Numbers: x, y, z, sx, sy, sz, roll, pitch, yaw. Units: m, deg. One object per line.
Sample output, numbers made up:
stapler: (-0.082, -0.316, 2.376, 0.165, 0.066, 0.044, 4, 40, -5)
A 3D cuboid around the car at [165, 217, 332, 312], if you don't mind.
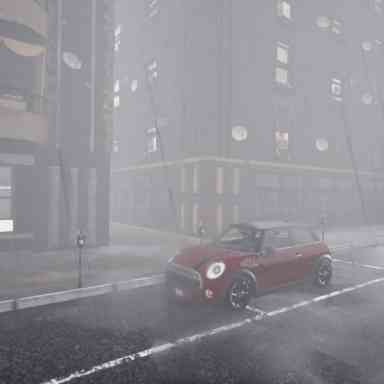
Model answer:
car: (1.373, 1.442, 7.684, 4.097, 1.590, 1.967, 0, 1, -36)
